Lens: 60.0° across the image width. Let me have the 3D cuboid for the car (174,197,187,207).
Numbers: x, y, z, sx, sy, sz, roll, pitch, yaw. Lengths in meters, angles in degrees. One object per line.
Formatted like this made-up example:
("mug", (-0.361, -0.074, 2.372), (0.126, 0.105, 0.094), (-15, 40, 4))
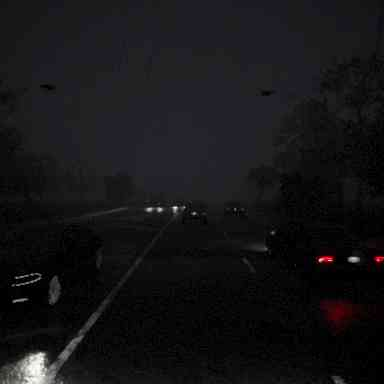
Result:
("car", (-1.646, 1.519, 51.985), (1.837, 1.490, 4.892), (0, -1, 8))

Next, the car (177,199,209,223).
("car", (0.233, 1.554, 25.587), (2.033, 1.411, 5.357), (0, 0, 1))

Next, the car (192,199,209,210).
("car", (1.102, 1.577, 43.002), (1.994, 1.385, 4.181), (0, 0, 4))

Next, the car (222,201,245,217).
("car", (3.904, 1.557, 31.634), (2.033, 1.411, 5.357), (0, 0, 2))

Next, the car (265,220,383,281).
("car", (3.604, 1.551, 9.898), (2.033, 1.411, 5.357), (0, 0, 0))

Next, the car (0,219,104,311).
("car", (-3.592, 1.480, 8.063), (1.882, 1.535, 5.008), (0, 0, 0))

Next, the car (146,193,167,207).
("car", (-5.331, 1.234, 50.846), (2.150, 2.045, 5.566), (0, 0, 7))
